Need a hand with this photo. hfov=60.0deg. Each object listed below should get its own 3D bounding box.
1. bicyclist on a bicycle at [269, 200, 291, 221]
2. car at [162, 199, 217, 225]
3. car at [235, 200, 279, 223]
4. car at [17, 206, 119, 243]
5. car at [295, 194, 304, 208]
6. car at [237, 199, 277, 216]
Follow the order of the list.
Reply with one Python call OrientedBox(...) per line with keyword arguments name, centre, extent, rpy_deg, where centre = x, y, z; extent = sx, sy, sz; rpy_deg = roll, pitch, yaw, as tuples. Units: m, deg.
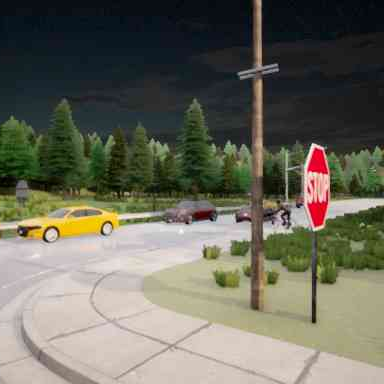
OrientedBox(name="bicyclist on a bicycle", centre=(4.975, 1.297, 18.505), extent=(1.656, 1.620, 0.582), rpy_deg=(0, 0, 36))
OrientedBox(name="car", centre=(-0.107, 1.344, 24.217), extent=(2.097, 1.767, 4.553), rpy_deg=(0, 0, 36))
OrientedBox(name="car", centre=(4.943, 1.558, 24.824), extent=(1.994, 1.385, 4.181), rpy_deg=(0, 0, 36))
OrientedBox(name="car", centre=(-5.907, 1.469, 16.373), extent=(1.882, 1.535, 5.008), rpy_deg=(0, 0, 36))
OrientedBox(name="car", centre=(16.209, 1.204, 46.120), extent=(2.150, 2.045, 5.566), rpy_deg=(0, 0, 37))
OrientedBox(name="car", centre=(6.573, 1.470, 33.238), extent=(1.882, 1.535, 5.008), rpy_deg=(0, 0, 36))
